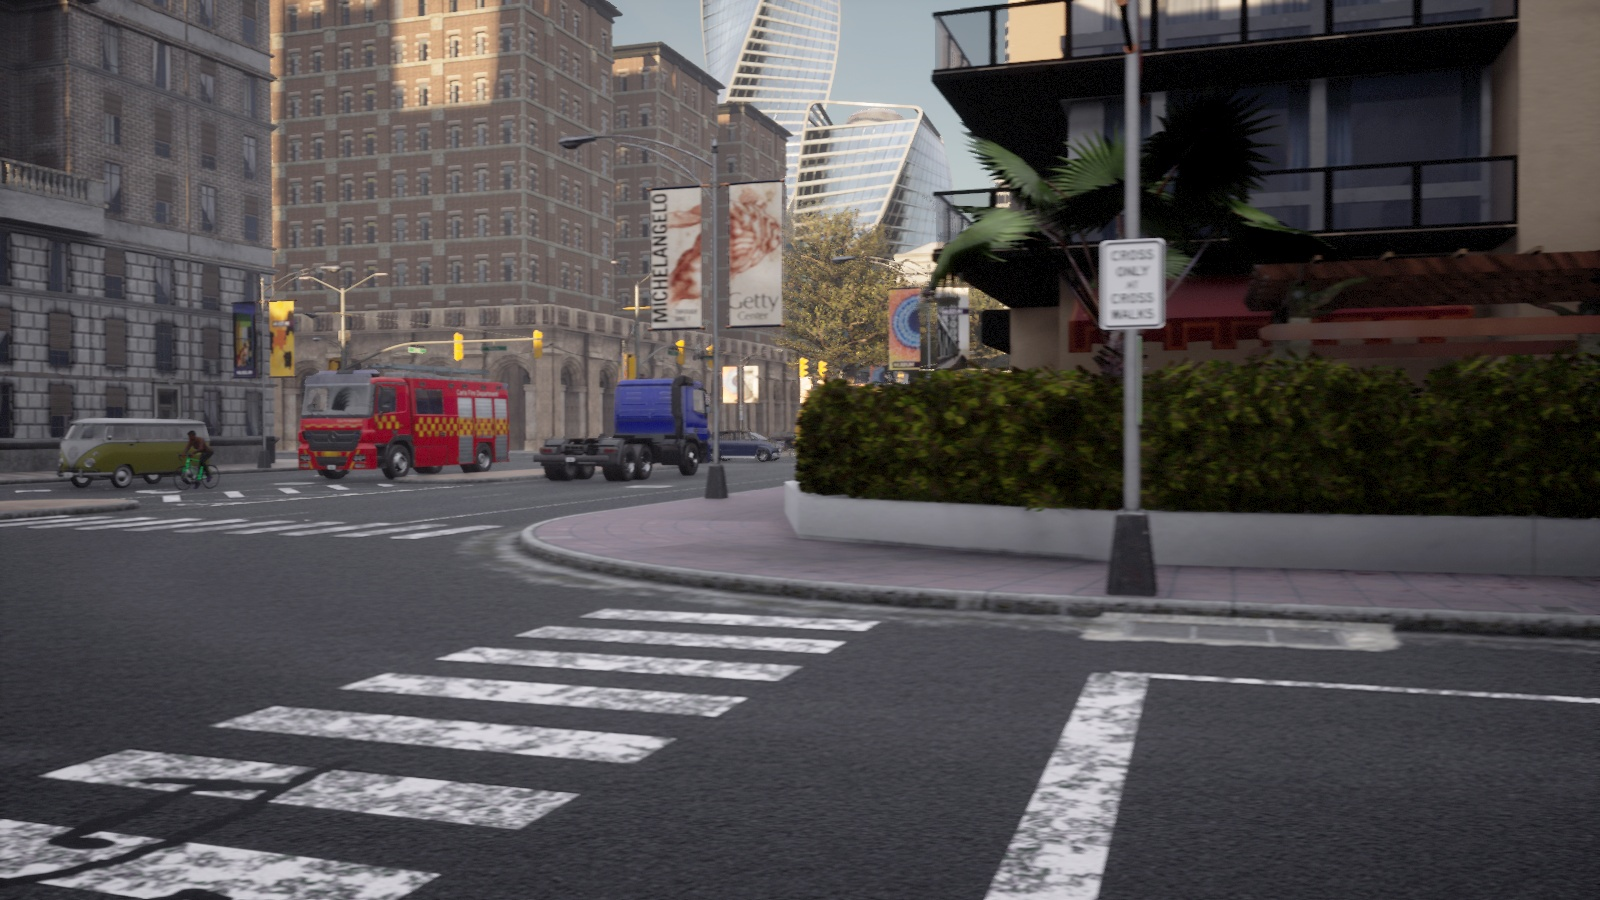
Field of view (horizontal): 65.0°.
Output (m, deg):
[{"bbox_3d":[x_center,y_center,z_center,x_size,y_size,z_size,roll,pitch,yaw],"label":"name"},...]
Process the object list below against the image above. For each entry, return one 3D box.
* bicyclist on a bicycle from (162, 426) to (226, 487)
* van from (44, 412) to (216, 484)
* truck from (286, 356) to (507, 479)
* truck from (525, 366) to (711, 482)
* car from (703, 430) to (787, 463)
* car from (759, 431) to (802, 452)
[{"bbox_3d":[-16.640,0.164,34.498,0.582,1.620,1.656,1,1,18],"label":"bicyclist on a bicycle"},{"bbox_3d":[-19.544,-0.085,36.875,1.775,1.987,4.442,1,1,18],"label":"van"},{"bbox_3d":[-13.670,-1.089,43.543,2.891,3.827,8.468,1,1,18],"label":"truck"},{"bbox_3d":[-5.813,-0.847,41.839,2.891,3.462,7.936,1,1,18],"label":"truck"},{"bbox_3d":[-2.707,-0.196,61.841,3.705,1.549,1.789,0,1,18],"label":"car"},{"bbox_3d":[-1.402,-0.643,92.264,1.816,1.474,4.193,1,1,19],"label":"car"}]
